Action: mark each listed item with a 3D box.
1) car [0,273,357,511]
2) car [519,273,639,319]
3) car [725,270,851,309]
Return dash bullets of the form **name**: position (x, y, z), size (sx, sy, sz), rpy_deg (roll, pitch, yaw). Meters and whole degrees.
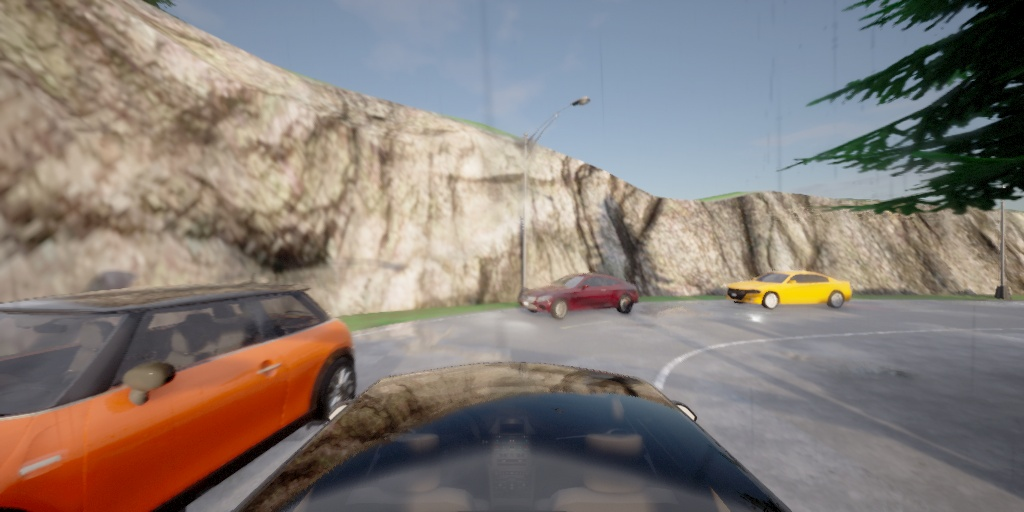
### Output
- **car**: position (-3.270, 1.081, 2.868), size (2.097, 1.767, 4.553), rpy_deg (0, 0, 7)
- **car**: position (2.521, 1.340, 13.002), size (4.674, 1.442, 1.812), rpy_deg (1, 0, -28)
- **car**: position (11.790, 1.378, 15.425), size (5.008, 1.535, 1.882), rpy_deg (0, 0, -8)
